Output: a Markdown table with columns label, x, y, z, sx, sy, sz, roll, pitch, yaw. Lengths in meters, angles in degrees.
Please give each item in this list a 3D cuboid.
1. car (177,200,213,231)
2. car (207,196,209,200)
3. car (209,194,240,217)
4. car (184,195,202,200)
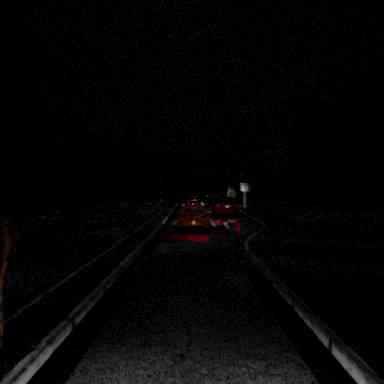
| label | x | y | z | sx | sy | sz | roll | pitch | yaw |
| --- | --- | --- | --- | --- | --- | --- | --- | --- | --- |
| car | 0.098 | 1.511 | 20.893 | 1.882 | 1.535 | 5.008 | 0 | 1 | 0 |
| car | 3.015 | 0.962 | 44.641 | 1.882 | 1.535 | 5.008 | 0 | 1 | 1 |
| car | 2.932 | 1.209 | 29.586 | 2.097 | 1.767 | 4.553 | 0 | 1 | 0 |
| car | 0.100 | 1.081 | 40.913 | 1.837 | 1.490 | 4.892 | 0 | 1 | 0 |
